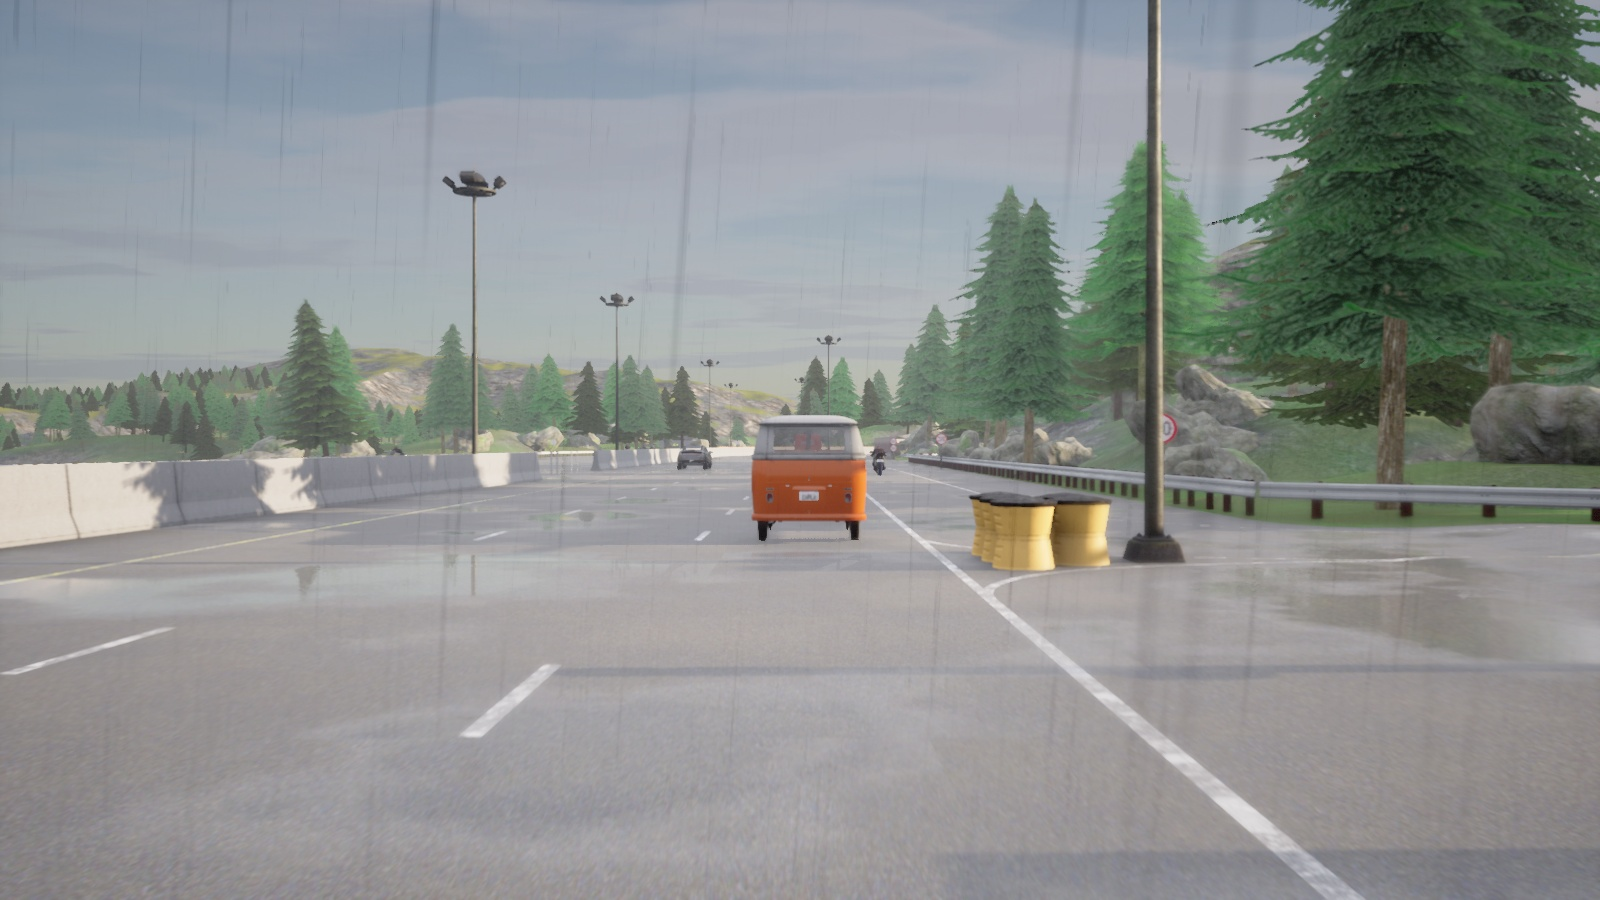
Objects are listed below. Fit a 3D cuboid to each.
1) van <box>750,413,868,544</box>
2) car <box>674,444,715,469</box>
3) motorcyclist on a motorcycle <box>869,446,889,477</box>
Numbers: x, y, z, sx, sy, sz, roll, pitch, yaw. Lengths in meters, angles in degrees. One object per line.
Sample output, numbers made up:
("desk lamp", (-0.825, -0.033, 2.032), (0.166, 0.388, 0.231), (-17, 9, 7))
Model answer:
("van", (0.149, 0.418, 21.239), (1.775, 1.987, 4.442), (0, 0, 0))
("car", (-6.495, 0.397, 77.762), (2.128, 1.511, 4.902), (0, 0, 0))
("motorcyclist on a motorcycle", (3.905, 0.545, 62.152), (0.866, 1.530, 2.191), (0, 0, 0))
